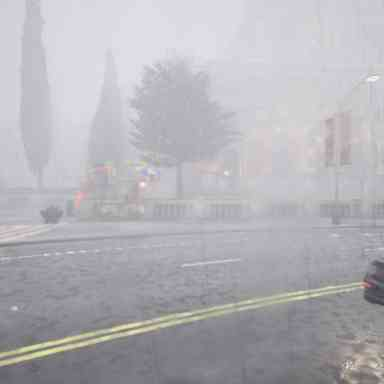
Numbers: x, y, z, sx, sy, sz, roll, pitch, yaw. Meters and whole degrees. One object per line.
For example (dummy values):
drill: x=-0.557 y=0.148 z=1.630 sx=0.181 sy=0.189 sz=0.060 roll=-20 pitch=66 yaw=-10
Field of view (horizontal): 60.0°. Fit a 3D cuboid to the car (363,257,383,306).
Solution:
car: x=5.272 y=1.494 z=6.094 sx=4.674 sy=1.442 sz=1.812 roll=0 pitch=0 yaw=-23
